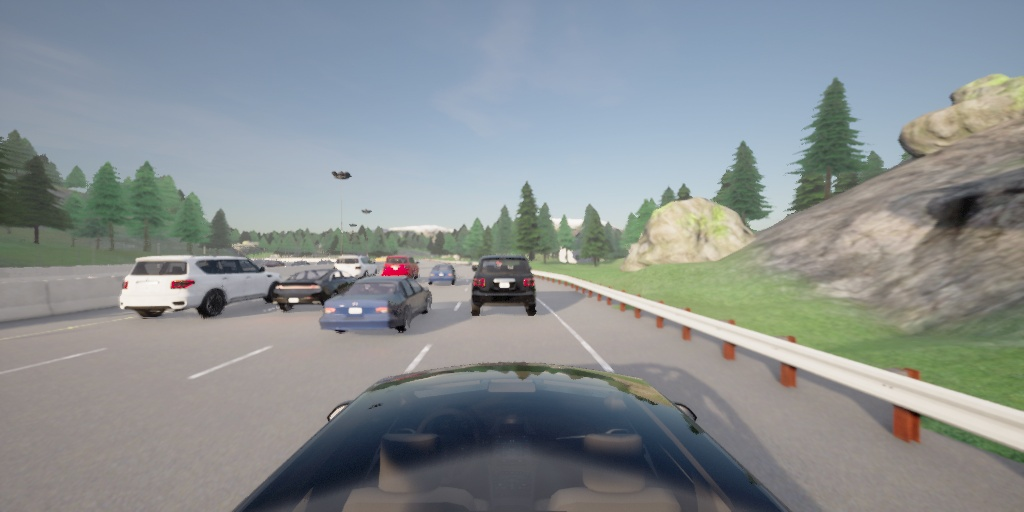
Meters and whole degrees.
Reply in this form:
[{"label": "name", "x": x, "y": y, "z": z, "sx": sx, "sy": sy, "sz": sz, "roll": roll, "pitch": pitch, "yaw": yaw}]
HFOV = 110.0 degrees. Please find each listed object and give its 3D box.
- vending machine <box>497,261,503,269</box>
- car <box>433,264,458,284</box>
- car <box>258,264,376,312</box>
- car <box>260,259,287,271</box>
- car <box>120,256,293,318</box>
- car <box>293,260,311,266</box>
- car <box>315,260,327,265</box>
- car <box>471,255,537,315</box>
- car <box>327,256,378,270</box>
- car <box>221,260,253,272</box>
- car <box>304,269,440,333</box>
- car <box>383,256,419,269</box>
[{"label": "vending machine", "x": -1.819, "y": 0.948, "z": 55.253, "sx": 1.100, "sy": 2.100, "sz": 0.880, "roll": 0, "pitch": 0, "yaw": -14}, {"label": "car", "x": -5.070, "y": 1.308, "z": 26.633, "sx": 2.033, "sy": 1.411, "sz": 5.357, "roll": 0, "pitch": 0, "yaw": -7}, {"label": "car", "x": -7.426, "y": 1.258, "z": 14.375, "sx": 2.128, "sy": 1.511, "sz": 4.902, "roll": 0, "pitch": 0, "yaw": -4}, {"label": "car", "x": -35.563, "y": 1.307, "z": 53.551, "sx": 1.882, "sy": 1.535, "sz": 5.008, "roll": 0, "pitch": 0, "yaw": -16}, {"label": "car", "x": -10.847, "y": 0.997, "z": 13.212, "sx": 2.150, "sy": 2.045, "sz": 5.566, "roll": 0, "pitch": 0, "yaw": -3}, {"label": "car", "x": -32.471, "y": 1.367, "z": 55.376, "sx": 2.033, "sy": 1.411, "sz": 5.357, "roll": 0, "pitch": 0, "yaw": -16}, {"label": "car", "x": -28.585, "y": 1.290, "z": 54.640, "sx": 1.882, "sy": 1.535, "sz": 5.008, "roll": 0, "pitch": 0, "yaw": -16}, {"label": "car", "x": -0.363, "y": 0.974, "z": 13.683, "sx": 2.150, "sy": 2.045, "sz": 5.566, "roll": 0, "pitch": 0, "yaw": -3}, {"label": "car", "x": -12.370, "y": 1.000, "z": 28.646, "sx": 2.150, "sy": 2.045, "sz": 5.566, "roll": 0, "pitch": 0, "yaw": -7}, {"label": "car", "x": -38.072, "y": 1.337, "z": 49.763, "sx": 1.837, "sy": 1.490, "sz": 4.892, "roll": 1, "pitch": 0, "yaw": -15}, {"label": "car", "x": -3.726, "y": 1.306, "z": 10.796, "sx": 2.033, "sy": 1.411, "sz": 5.357, "roll": 0, "pitch": 0, "yaw": -3}, {"label": "car", "x": -8.892, "y": 0.993, "z": 29.020, "sx": 2.150, "sy": 2.045, "sz": 5.566, "roll": 0, "pitch": 0, "yaw": -7}]
